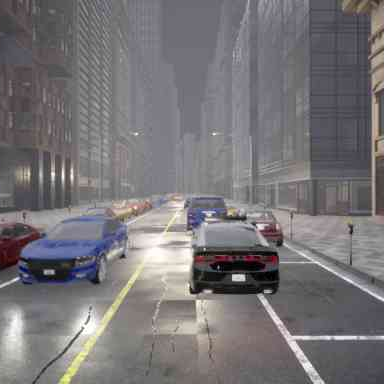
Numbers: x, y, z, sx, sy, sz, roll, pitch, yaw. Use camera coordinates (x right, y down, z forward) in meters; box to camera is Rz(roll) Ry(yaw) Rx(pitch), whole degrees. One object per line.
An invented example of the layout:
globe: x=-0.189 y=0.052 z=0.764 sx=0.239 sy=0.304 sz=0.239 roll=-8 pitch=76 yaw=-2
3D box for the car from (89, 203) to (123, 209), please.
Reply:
car: x=-5.807 y=1.585 z=20.687 sx=1.802 sy=1.307 sz=4.206 roll=0 pitch=0 yaw=0

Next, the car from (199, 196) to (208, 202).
car: x=2.591 y=1.561 z=76.735 sx=1.887 sy=1.381 sz=4.507 roll=0 pitch=0 yaw=0

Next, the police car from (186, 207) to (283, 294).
police car: x=0.880 y=1.426 z=8.898 sx=1.930 sy=1.638 sz=5.238 roll=0 pitch=0 yaw=0

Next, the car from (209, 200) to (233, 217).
car: x=2.693 y=1.550 z=31.919 sx=1.887 sy=1.381 sz=4.507 roll=0 pitch=0 yaw=0

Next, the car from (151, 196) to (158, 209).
car: x=-5.857 y=1.552 z=43.095 sx=1.887 sy=1.381 sz=4.507 roll=0 pitch=0 yaw=0

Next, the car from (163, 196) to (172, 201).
car: x=-5.947 y=1.583 z=82.306 sx=1.947 sy=1.339 sz=4.313 roll=0 pitch=0 yaw=0

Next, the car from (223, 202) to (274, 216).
car: x=2.732 y=1.442 z=15.112 sx=1.967 sy=1.590 sz=4.097 roll=0 pitch=0 yaw=0

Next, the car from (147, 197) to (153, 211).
car: x=-5.845 y=1.551 z=37.492 sx=1.887 sy=1.381 sz=4.507 roll=0 pitch=0 yaw=0

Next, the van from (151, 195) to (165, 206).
van: x=-5.882 y=1.351 z=54.298 sx=1.690 sy=1.788 sz=3.998 roll=0 pitch=0 yaw=0

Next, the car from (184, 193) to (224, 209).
car: x=0.778 y=1.226 z=18.810 sx=2.150 sy=2.045 sz=5.566 roll=0 pitch=0 yaw=-1

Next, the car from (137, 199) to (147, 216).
car: x=-5.832 y=1.446 z=31.891 sx=1.967 sy=1.590 sz=4.097 roll=0 pitch=0 yaw=0

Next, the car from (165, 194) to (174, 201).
car: x=-5.958 y=1.335 z=87.909 sx=2.192 sy=1.841 sz=5.009 roll=0 pitch=0 yaw=0

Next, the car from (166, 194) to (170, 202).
car: x=-5.908 y=1.453 z=65.502 sx=1.967 sy=1.590 sz=4.097 roll=0 pitch=0 yaw=0

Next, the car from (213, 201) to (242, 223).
car: x=2.706 y=1.530 z=26.486 sx=1.752 sy=1.417 sz=4.829 roll=0 pitch=0 yaw=0

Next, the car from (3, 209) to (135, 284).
car: x=-3.122 y=1.479 z=9.758 sx=1.882 sy=1.535 sz=5.008 roll=0 pitch=0 yaw=0

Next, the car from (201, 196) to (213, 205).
car: x=2.630 y=1.452 z=59.929 sx=1.967 sy=1.590 sz=4.097 roll=0 pitch=0 yaw=0

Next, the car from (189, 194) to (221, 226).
car: x=0.844 y=1.229 z=24.819 sx=2.150 sy=2.045 sz=5.566 roll=0 pitch=0 yaw=0

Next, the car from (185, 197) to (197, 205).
car: x=-0.133 y=1.576 z=58.579 sx=1.994 sy=1.385 sz=4.181 roll=0 pitch=0 yaw=0

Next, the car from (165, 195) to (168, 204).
car: x=-5.896 y=1.594 z=59.900 sx=1.802 sy=1.307 sz=4.206 roll=0 pitch=0 yaw=0

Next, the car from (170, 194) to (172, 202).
car: x=-5.921 y=1.580 z=71.103 sx=1.947 sy=1.339 sz=4.313 roll=0 pitch=0 yaw=0

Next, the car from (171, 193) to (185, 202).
car: x=-3.169 y=1.493 z=74.380 sx=1.882 sy=1.535 sz=5.008 roll=0 pitch=0 yaw=0

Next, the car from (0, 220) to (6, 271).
car: x=-5.781 y=1.546 z=9.484 sx=1.887 sy=1.381 sz=4.507 roll=0 pitch=0 yaw=0

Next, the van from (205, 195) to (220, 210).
van: x=2.668 y=1.349 z=43.122 sx=1.690 sy=1.788 sz=3.998 roll=0 pitch=0 yaw=0

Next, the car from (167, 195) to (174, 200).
car: x=-5.972 y=1.604 z=93.510 sx=1.802 sy=1.307 sz=4.206 roll=0 pitch=0 yaw=0

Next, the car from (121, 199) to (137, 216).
car: x=-5.819 y=1.530 z=26.119 sx=1.752 sy=1.417 sz=4.829 roll=0 pitch=0 yaw=0
